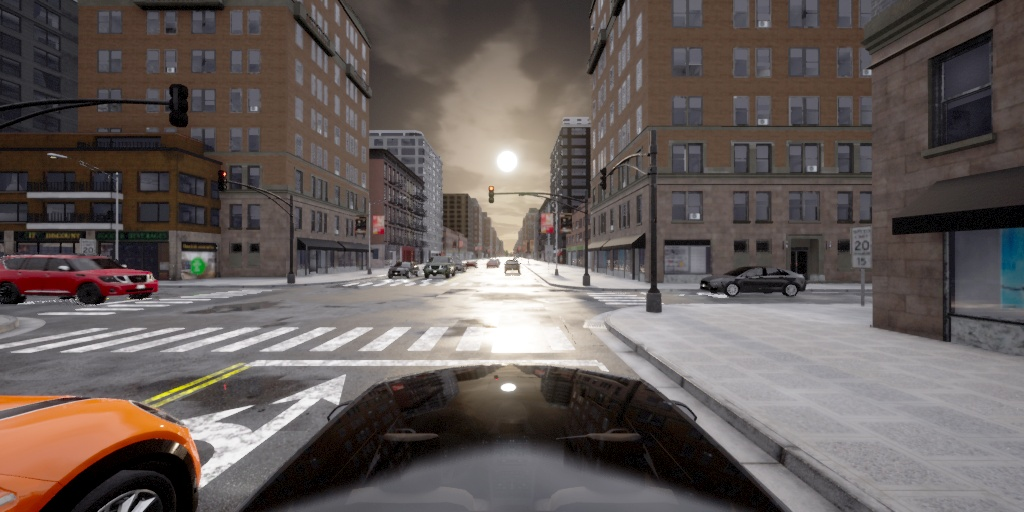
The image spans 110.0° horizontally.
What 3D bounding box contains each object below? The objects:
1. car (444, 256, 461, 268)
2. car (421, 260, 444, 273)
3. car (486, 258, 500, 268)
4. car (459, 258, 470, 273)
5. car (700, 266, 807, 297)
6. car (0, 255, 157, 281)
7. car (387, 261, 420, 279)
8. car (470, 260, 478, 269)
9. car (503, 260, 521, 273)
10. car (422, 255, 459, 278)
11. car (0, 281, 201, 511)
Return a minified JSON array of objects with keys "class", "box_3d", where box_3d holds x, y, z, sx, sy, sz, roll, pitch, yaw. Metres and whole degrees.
[{"class":"car","box_3d":[-9.952,0.961,60.421,2.150,2.045,5.566,0,0,-2]},{"class":"car","box_3d":[-9.922,1.271,45.044,1.812,1.442,4.674,0,0,0]},{"class":"car","box_3d":[-3.359,1.304,61.955,1.994,1.385,4.181,0,0,0]},{"class":"car","box_3d":[-6.677,1.310,43.568,1.994,1.385,4.181,0,0,0]},{"class":"car","box_3d":[12.427,1.294,18.644,4.892,1.490,1.837,0,0,1]},{"class":"car","box_3d":[-18.759,0.966,15.463,5.566,2.045,2.150,0,0,0]},{"class":"car","box_3d":[-9.900,1.253,33.054,1.837,1.490,4.892,0,0,0]},{"class":"car","box_3d":[-6.678,1.342,57.888,1.895,1.301,4.718,0,0,0]},{"class":"car","box_3d":[0.027,1.251,43.274,1.837,1.490,4.892,0,0,0]},{"class":"car","box_3d":[-6.646,0.970,33.608,2.150,2.045,5.566,0,0,0]},{"class":"car","box_3d":[-3.237,1.102,0.608,2.097,1.767,4.553,0,0,0]}]
